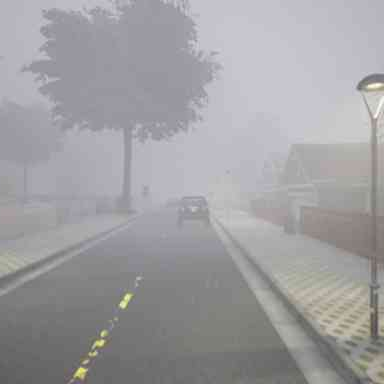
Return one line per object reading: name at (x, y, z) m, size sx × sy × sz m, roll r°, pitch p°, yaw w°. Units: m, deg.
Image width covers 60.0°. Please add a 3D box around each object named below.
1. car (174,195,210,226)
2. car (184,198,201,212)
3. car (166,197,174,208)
car at (0.099, 1.234, 23.750) m, size 2.150 × 2.045 × 5.566 m, roll 0°, pitch 0°, yaw 0°
car at (0.098, 1.508, 39.263) m, size 1.882 × 1.535 × 5.008 m, roll 0°, pitch 0°, yaw 1°
car at (-2.762, 1.534, 48.563) m, size 1.882 × 1.535 × 5.008 m, roll 0°, pitch 0°, yaw 0°
